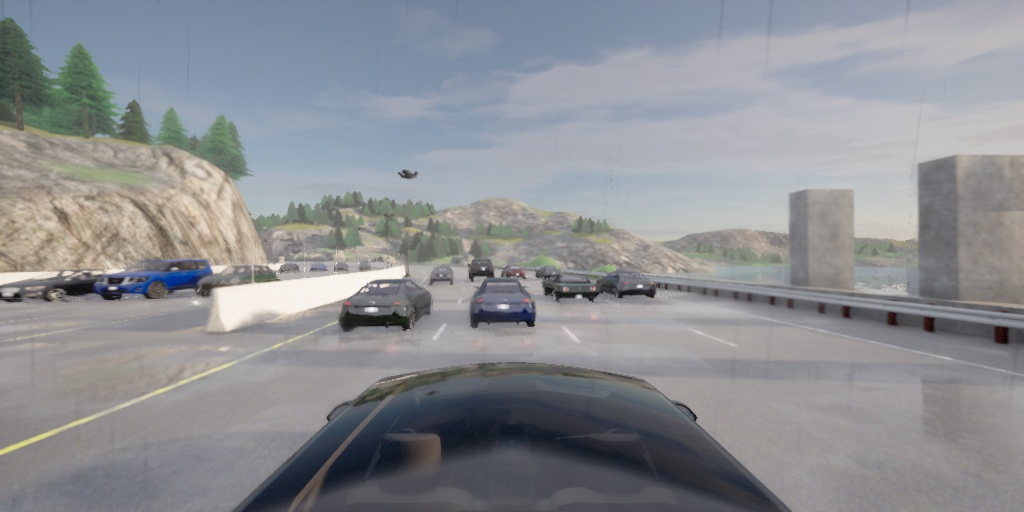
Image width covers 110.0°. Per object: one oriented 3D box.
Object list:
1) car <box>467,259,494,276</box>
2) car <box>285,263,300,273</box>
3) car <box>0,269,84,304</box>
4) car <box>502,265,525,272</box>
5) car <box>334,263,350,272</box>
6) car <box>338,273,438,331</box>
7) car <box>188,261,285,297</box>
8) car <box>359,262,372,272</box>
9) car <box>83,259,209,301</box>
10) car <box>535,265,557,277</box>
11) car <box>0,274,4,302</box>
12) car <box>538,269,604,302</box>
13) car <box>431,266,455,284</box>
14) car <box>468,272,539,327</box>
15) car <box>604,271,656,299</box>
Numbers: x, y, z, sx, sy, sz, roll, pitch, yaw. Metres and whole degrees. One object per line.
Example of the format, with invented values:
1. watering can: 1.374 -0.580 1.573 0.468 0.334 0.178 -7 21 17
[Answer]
1. car: -3.025 1.285 34.300 2.150 2.045 5.566 0 -1 -10
2. car: -33.742 1.803 54.567 1.837 1.490 4.892 0 -1 -18
3. car: -22.078 1.426 17.959 2.128 1.511 4.902 0 -1 -6
4. car: 0.104 1.605 36.383 1.812 1.442 4.674 0 -1 -11
5. car: -27.855 1.834 58.914 1.837 1.490 4.892 0 -1 -19
6. car: -3.817 1.412 11.482 1.994 1.385 4.181 0 -1 -3
7. car: -15.310 1.298 20.311 2.097 1.767 4.553 0 0 -7
8. car: -24.698 1.845 60.487 1.837 1.490 4.892 0 0 -19
9. car: -18.680 1.165 19.251 2.150 2.045 5.566 0 -1 -7
10. car: 3.703 1.637 36.209 1.994 1.385 4.181 0 -1 -11
11. car: -25.281 1.509 14.885 1.895 1.301 4.718 0 -1 -5
12. car: 2.742 1.502 17.935 1.895 1.301 4.718 0 -1 -5
13. car: -5.785 1.572 29.741 2.033 1.411 5.357 0 -1 -9
14. car: -0.351 1.413 12.047 1.994 1.385 4.181 0 0 -3
15. car: 6.069 1.476 19.571 1.994 1.385 4.181 0 -1 -6
